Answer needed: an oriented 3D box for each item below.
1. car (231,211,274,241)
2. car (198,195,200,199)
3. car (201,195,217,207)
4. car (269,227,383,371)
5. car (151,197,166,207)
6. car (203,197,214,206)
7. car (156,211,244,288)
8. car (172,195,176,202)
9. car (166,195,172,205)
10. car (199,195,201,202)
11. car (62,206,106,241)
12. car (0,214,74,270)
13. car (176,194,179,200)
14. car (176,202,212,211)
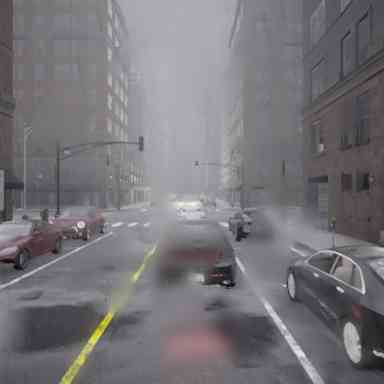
[{"bbox_3d":[2.860,1.597,16.509,1.947,1.339,4.313,0,0,0],"label":"car"},{"bbox_3d":[2.946,1.662,75.235,1.967,1.590,4.097,0,0,0],"label":"car"},{"bbox_3d":[2.902,1.574,53.599,1.967,1.590,4.097,0,0,0],"label":"car"},{"bbox_3d":[2.857,1.561,5.507,2.008,1.369,4.403,0,0,0],"label":"car"},{"bbox_3d":[-5.622,1.716,53.614,1.802,1.307,4.206,0,0,0],"label":"car"},{"bbox_3d":[2.914,1.679,59.178,1.752,1.417,4.829,0,0,0],"label":"car"},{"bbox_3d":[0.101,1.524,9.279,1.837,1.490,4.892,0,0,0],"label":"car"},{"bbox_3d":[-5.567,1.774,80.487,1.752,1.417,4.829,0,0,0],"label":"car"},{"bbox_3d":[-5.599,1.725,64.431,2.008,1.369,4.403,0,0,0],"label":"car"},{"bbox_3d":[2.925,1.725,64.417,2.008,1.369,4.403,0,0,0],"label":"car"},{"bbox_3d":[-5.666,1.471,16.512,1.967,1.590,4.097,0,0,0],"label":"car"},{"bbox_3d":[-5.667,1.602,11.010,1.802,1.307,4.206,0,0,0],"label":"car"},{"bbox_3d":[-5.546,1.625,91.475,2.192,1.841,5.009,0,0,0],"label":"car"},{"bbox_3d":[-0.029,1.565,20.781,1.812,1.442,4.674,0,0,-2],"label":"car"}]
